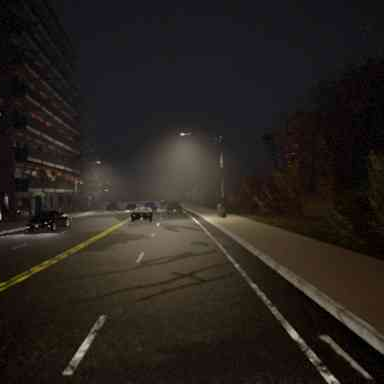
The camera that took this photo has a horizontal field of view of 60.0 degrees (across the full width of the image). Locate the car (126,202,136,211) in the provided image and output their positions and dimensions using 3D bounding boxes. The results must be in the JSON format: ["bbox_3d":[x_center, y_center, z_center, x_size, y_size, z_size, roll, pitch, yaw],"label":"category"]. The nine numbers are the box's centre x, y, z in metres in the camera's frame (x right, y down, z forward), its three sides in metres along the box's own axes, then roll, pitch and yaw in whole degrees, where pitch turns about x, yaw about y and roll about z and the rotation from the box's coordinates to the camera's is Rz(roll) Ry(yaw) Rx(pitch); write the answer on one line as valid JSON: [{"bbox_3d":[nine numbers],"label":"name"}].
[{"bbox_3d":[-10.582,2.540,58.815,1.994,1.385,4.181,-2,-1,-6],"label":"car"}]

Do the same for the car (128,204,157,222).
[{"bbox_3d":[-4.630,2.096,31.625,1.895,1.301,4.718,-2,-1,-4],"label":"car"}]

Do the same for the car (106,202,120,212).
[{"bbox_3d":[-13.797,2.589,58.347,1.837,1.490,4.892,-2,-1,-6],"label":"car"}]

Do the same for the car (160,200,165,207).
[{"bbox_3d":[-6.136,2.504,74.979,2.128,1.511,4.902,-2,-1,-9],"label":"car"}]

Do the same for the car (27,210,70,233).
[{"bbox_3d":[-10.838,2.151,25.354,1.837,1.490,4.892,-2,-1,-3],"label":"car"}]

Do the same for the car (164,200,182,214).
[{"bbox_3d":[-2.334,2.040,43.319,1.837,1.490,4.892,-2,-1,-5],"label":"car"}]

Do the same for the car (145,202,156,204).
[{"bbox_3d":[-6.266,2.221,50.349,1.882,1.535,5.008,-2,-1,-6],"label":"car"}]
